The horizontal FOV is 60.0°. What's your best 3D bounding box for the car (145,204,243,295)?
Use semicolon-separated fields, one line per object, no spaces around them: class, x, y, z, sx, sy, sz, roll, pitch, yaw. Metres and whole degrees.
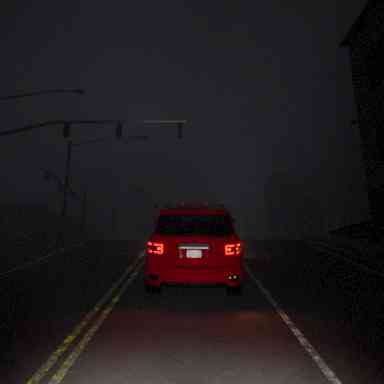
car;0.068;1.346;9.221;2.150;2.045;5.566;1;-1;1
